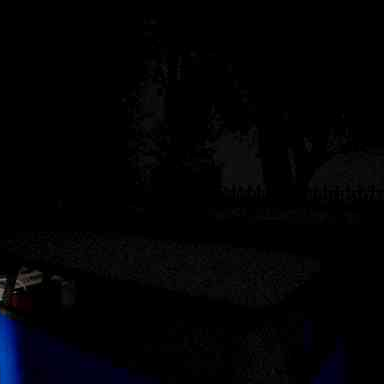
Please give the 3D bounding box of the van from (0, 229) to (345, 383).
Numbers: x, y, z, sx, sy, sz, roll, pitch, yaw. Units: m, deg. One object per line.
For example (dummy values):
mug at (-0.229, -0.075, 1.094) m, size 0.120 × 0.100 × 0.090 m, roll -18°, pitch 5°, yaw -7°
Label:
van at (-0.667, 1.341, 3.188) m, size 3.998 × 1.788 × 1.690 m, roll 0°, pitch 0°, yaw 35°
